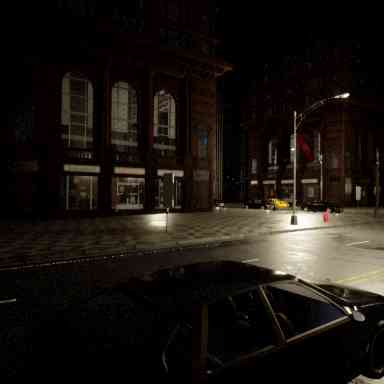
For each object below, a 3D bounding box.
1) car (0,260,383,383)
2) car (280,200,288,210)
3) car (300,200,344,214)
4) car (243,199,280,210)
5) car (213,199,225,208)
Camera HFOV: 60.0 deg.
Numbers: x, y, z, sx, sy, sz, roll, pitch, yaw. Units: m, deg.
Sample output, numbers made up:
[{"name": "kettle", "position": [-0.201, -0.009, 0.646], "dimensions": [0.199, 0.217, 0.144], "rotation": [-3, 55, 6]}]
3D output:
[{"name": "car", "position": [0.423, 1.548, 3.744], "dimensions": [5.357, 1.411, 2.033], "rotation": [0, 0, -36]}, {"name": "car", "position": [11.347, 1.736, 47.615], "dimensions": [1.882, 1.535, 5.008], "rotation": [1, -1, -35]}, {"name": "car", "position": [14.594, 1.679, 37.507], "dimensions": [1.837, 1.490, 4.892], "rotation": [1, -1, -35]}, {"name": "car", "position": [9.105, 1.722, 45.245], "dimensions": [1.837, 1.490, 4.892], "rotation": [1, -1, -35]}, {"name": "car", "position": [3.349, 1.789, 53.358], "dimensions": [1.812, 1.442, 4.674], "rotation": [1, -1, -35]}]
